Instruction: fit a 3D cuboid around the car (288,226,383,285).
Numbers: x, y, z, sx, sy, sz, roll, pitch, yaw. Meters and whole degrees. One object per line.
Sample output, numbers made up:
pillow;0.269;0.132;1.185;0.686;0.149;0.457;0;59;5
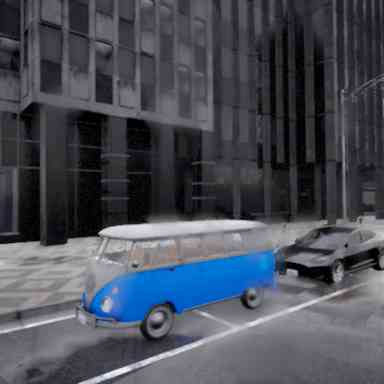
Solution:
car;4.330;1.744;10.061;4.313;1.339;1.947;0;-1;-38

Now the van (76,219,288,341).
van;-0.086;1.488;6.556;3.998;1.788;1.690;0;-1;-38
